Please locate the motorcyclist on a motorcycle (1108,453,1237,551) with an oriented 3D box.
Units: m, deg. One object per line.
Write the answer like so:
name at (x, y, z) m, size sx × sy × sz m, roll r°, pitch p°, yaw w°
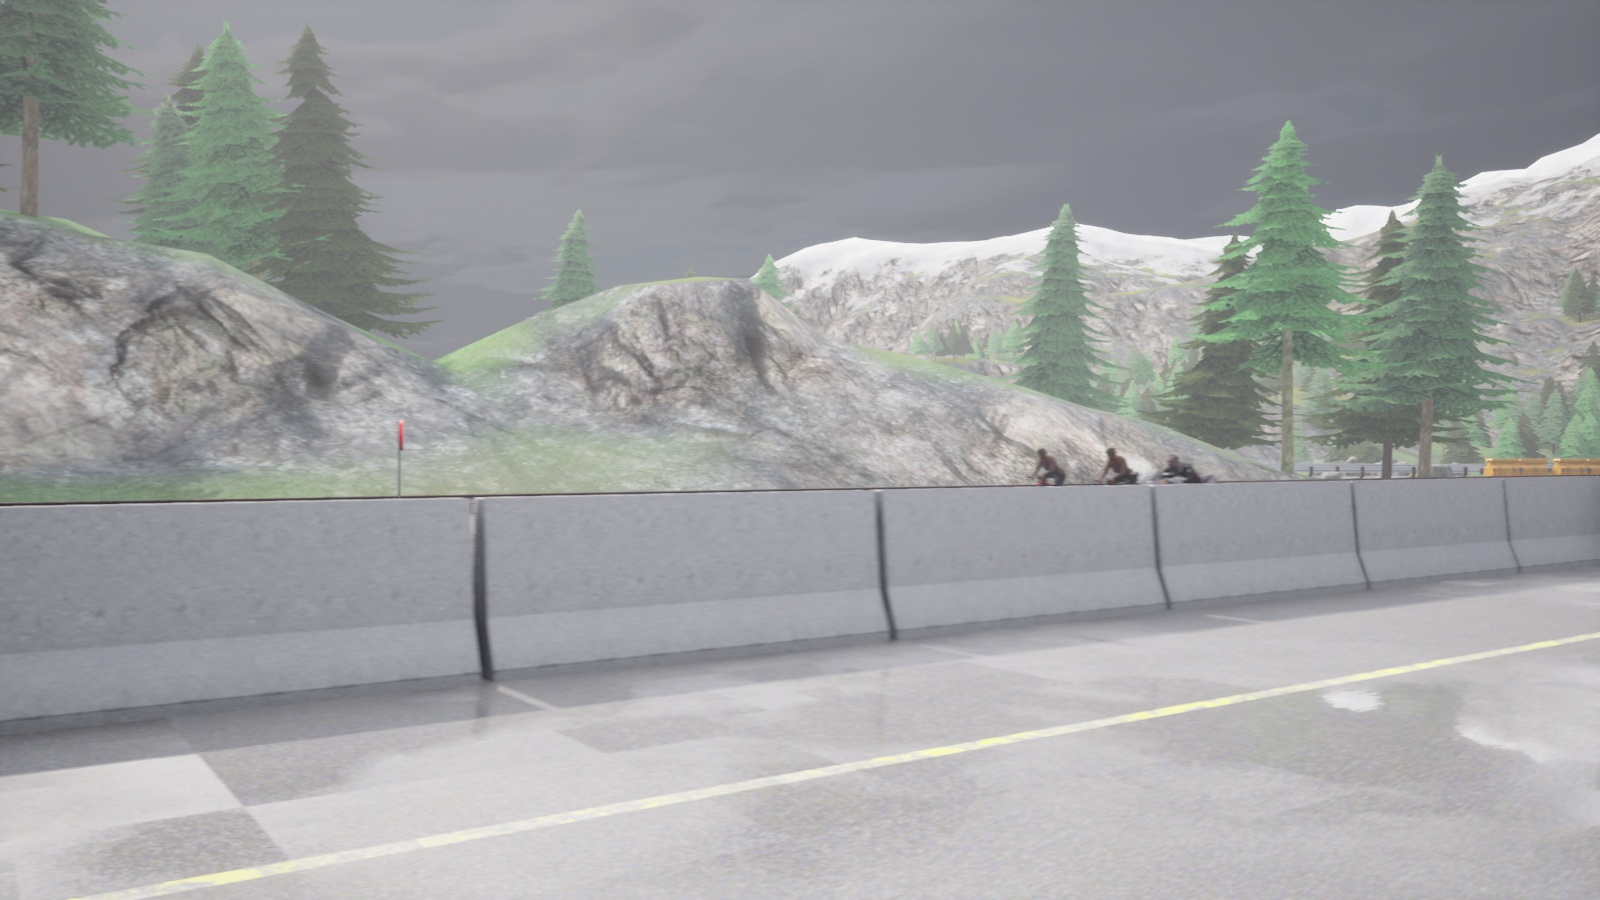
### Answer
motorcyclist on a motorcycle at (6.168, 0.818, 20.745) m, size 2.191 × 1.530 × 0.866 m, roll 0°, pitch 0°, yaw -35°
